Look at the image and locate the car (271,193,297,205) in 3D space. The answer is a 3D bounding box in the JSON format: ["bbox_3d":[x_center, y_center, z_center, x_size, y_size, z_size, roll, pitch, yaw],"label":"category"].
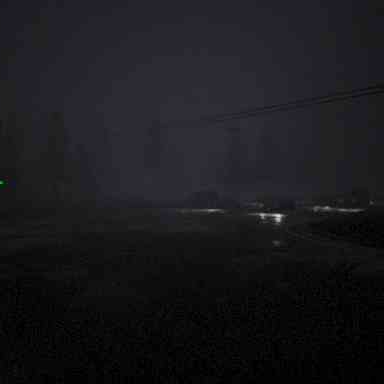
[{"bbox_3d":[13.874,1.016,50.017,1.882,1.535,5.008,0,1,39],"label":"car"}]

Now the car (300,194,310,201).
[{"bbox_3d":[22.027,0.995,64.498,4.718,1.301,1.895,-1,1,-42],"label":"car"}]

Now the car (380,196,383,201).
[{"bbox_3d":[34.425,1.045,56.500,4.718,1.301,1.895,0,1,-35],"label":"car"}]

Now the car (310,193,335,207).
[{"bbox_3d":[17.414,1.154,43.266,1.994,1.385,4.181,0,1,39],"label":"car"}]

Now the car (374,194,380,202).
[{"bbox_3d":[32.305,0.990,59.274,4.181,1.385,1.994,0,1,-36],"label":"car"}]

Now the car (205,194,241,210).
[{"bbox_3d":[3.801,1.228,37.696,1.994,1.385,4.181,0,1,39],"label":"car"}]

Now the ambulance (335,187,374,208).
[{"bbox_3d":[19.907,0.640,40.655,2.351,2.431,6.366,0,1,39],"label":"ambulance"}]

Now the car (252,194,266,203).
[{"bbox_3d":[11.378,1.047,52.462,1.812,1.442,4.674,0,0,40],"label":"car"}]

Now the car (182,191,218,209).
[{"bbox_3d":[1.222,0.870,40.065,2.150,2.045,5.566,0,1,39],"label":"car"}]

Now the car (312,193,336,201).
[{"bbox_3d":[24.744,0.906,62.197,4.902,1.511,2.128,-1,1,-42],"label":"car"}]

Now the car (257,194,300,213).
[{"bbox_3d":[8.526,1.227,32.419,1.812,1.442,4.674,0,1,39],"label":"car"}]
